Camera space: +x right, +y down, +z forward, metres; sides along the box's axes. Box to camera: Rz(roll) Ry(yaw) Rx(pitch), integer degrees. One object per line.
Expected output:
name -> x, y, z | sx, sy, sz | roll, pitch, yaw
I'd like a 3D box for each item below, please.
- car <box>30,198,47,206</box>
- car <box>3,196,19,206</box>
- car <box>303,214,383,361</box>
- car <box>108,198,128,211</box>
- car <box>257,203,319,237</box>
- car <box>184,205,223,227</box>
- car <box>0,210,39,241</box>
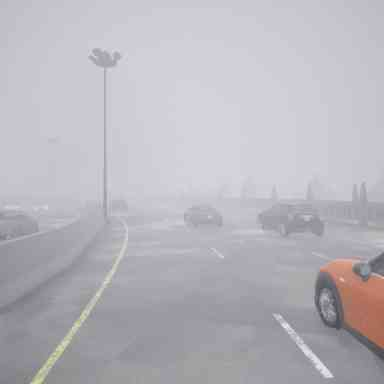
car -> -25.179, 1.599, 54.591 | 1.895, 1.301, 4.718 | 0, 0, -36
car -> -30.266, 1.490, 55.514 | 2.128, 1.511, 4.902 | 0, 0, -38
car -> 3.307, 1.351, 4.118 | 2.097, 1.767, 4.553 | 0, 0, -2
car -> -9.231, 1.490, 41.288 | 2.128, 1.511, 4.902 | 0, 0, -23
car -> 5.239, 1.351, 18.282 | 2.097, 1.767, 4.553 | 0, 0, -9
car -> 0.692, 1.563, 23.104 | 1.994, 1.385, 4.181 | 0, 0, -12
car -> -8.660, 1.564, 15.550 | 1.994, 1.385, 4.181 | 0, 0, -11
